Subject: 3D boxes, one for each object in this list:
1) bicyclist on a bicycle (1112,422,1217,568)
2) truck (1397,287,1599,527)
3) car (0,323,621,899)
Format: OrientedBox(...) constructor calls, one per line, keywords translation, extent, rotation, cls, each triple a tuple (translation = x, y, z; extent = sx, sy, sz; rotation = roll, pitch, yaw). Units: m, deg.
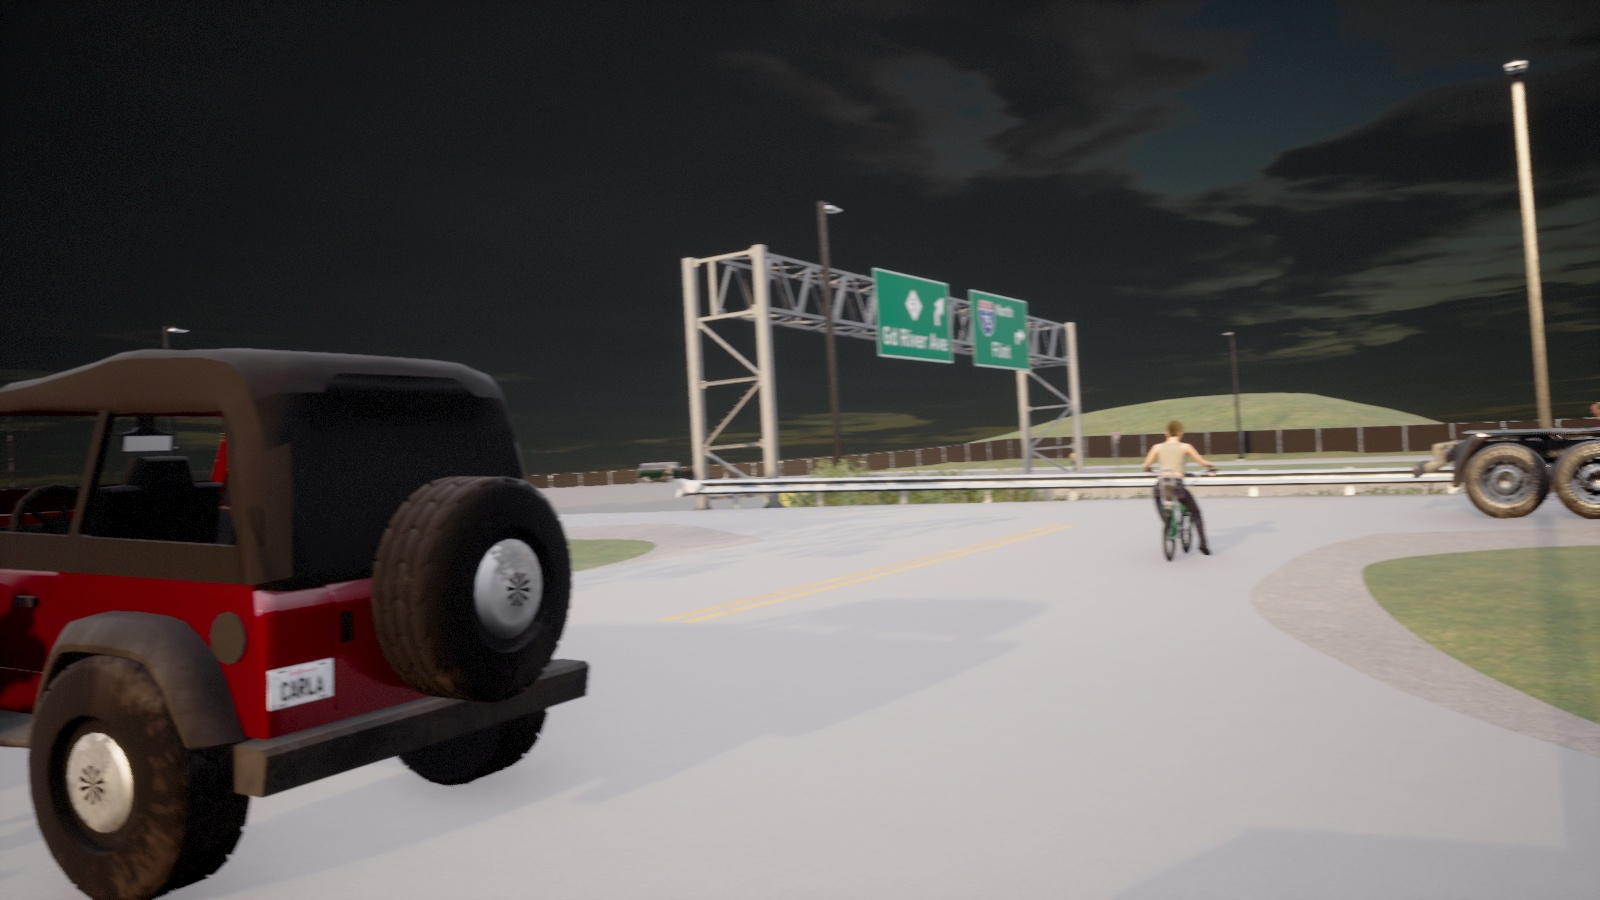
OrientedBox(translation=(4.296, 0.490, 14.715), extent=(0.866, 1.612, 1.509), rotation=(-1, 0, 28), cls="bicyclist on a bicycle")
OrientedBox(translation=(13.410, -0.661, 18.694), extent=(7.936, 3.462, 2.891), rotation=(-1, 1, 30), cls="truck")
OrientedBox(translation=(-2.937, 0.537, 5.484), extent=(3.866, 1.878, 1.905), rotation=(0, 1, 27), cls="car")
